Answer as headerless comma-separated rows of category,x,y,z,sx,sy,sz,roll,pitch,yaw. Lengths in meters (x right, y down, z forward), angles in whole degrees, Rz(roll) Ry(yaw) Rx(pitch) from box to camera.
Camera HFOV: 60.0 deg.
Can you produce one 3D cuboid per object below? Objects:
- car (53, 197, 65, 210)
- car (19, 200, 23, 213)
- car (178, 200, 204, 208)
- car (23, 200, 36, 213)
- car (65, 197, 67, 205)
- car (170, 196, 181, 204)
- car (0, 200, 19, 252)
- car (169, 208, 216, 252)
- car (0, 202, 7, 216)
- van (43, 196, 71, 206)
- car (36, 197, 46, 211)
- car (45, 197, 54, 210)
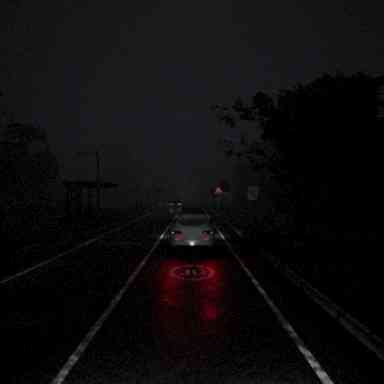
car,-21.914,1.832,48.431,5.366,1.575,1.946,0,0,0
car,-22.120,1.629,37.332,4.553,1.767,2.185,0,0,0
car,0.019,1.684,29.498,1.882,1.535,5.008,0,0,0
car,-22.097,1.774,40.107,5.008,1.535,2.097,0,0,0
car,-22.132,1.885,51.208,4.792,1.488,2.163,0,0,0
car,-3.246,1.543,66.010,1.837,1.490,4.892,0,1,1
car,-8.953,1.321,10.461,5.566,2.045,2.435,0,0,0
car,0.012,1.640,14.384,1.812,1.442,4.674,0,0,0
car,-22.083,1.775,34.556,4.674,1.452,2.002,0,0,0
van,-21.988,1.651,53.984,4.442,1.987,1.878,0,0,0
car,-22.088,1.795,42.882,4.892,1.521,2.231,0,0,0
car,-22.126,1.844,45.656,4.792,1.488,2.163,0,0,0
